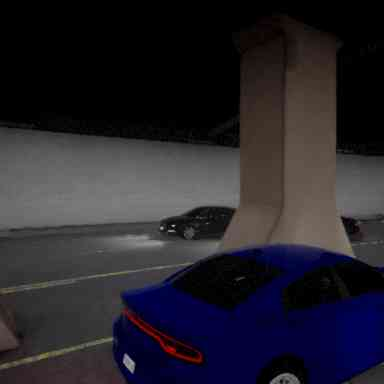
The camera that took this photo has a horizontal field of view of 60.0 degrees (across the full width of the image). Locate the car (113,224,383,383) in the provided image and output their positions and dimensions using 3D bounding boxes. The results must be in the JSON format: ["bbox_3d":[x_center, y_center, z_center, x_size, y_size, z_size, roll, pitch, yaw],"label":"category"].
[{"bbox_3d":[1.486,1.462,4.501,5.008,1.535,1.882,0,0,-33],"label":"car"}]

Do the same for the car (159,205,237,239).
[{"bbox_3d":[0.744,1.436,16.466,4.892,1.490,1.837,0,0,-28],"label":"car"}]

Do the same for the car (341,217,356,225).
[{"bbox_3d":[5.049,1.501,14.860,5.357,1.411,2.033,0,0,-27],"label":"car"}]
